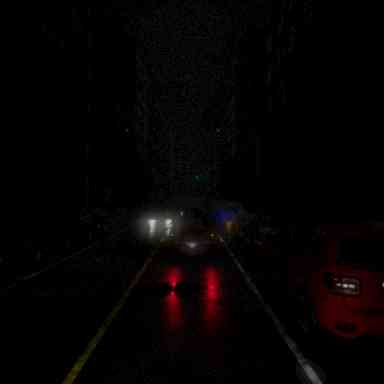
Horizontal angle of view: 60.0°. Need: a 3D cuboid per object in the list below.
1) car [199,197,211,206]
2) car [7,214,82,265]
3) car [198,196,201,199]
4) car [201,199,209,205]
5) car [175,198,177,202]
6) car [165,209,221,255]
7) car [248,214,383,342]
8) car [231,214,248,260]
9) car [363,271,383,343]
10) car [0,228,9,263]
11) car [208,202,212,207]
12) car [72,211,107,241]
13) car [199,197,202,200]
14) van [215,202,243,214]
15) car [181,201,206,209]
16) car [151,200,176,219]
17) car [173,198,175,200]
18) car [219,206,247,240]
[{"bbox_3d":[3.021,2.271,66.885,1.947,1.339,4.313,1,-1,1],"label":"car"},{"bbox_3d":[-5.845,1.698,12.212,1.947,1.339,4.313,1,-1,0],"label":"car"},{"bbox_3d":[3.386,2.555,94.535,1.947,1.339,4.313,1,-1,1],"label":"car"},{"bbox_3d":[3.240,2.421,83.475,1.887,1.381,4.507,1,-1,1],"label":"car"},{"bbox_3d":[-5.358,2.373,78.051,2.008,1.369,4.403,1,-1,1],"label":"car"},{"bbox_3d":[0.033,1.676,13.892,1.812,1.442,4.674,0,0,1],"label":"car"},{"bbox_3d":[2.680,1.386,6.534,2.192,1.841,5.009,1,-1,0],"label":"car"},{"bbox_3d":[2.681,1.714,12.204,1.802,1.307,4.206,1,-1,0],"label":"car"},{"bbox_3d":[2.676,1.538,1.029,1.752,1.417,4.829,1,-1,0],"label":"car"},{"bbox_3d":[-5.848,1.638,6.540,1.947,1.339,4.313,1,-1,0],"label":"car"},{"bbox_3d":[2.689,1.839,29.394,1.752,1.417,4.829,1,-1,0],"label":"car"},{"bbox_3d":[-5.842,1.737,17.885,1.887,1.381,4.507,1,-1,0],"label":"car"},{"bbox_3d":[3.094,2.307,72.415,1.887,1.381,4.507,1,-1,1],"label":"car"},{"bbox_3d":[2.689,1.593,23.553,1.690,1.788,3.998,1,-1,0],"label":"van"},{"bbox_3d":[0.037,1.811,28.491,1.837,1.490,4.892,0,0,1],"label":"car"},{"bbox_3d":[-3.013,1.838,33.795,1.882,1.535,5.008,0,-1,1],"label":"car"},{"bbox_3d":[-5.431,2.331,72.523,1.947,1.339,4.313,1,-1,1],"label":"car"},{"bbox_3d":[2.684,1.719,18.048,1.752,1.417,4.829,1,-1,0],"label":"car"}]
